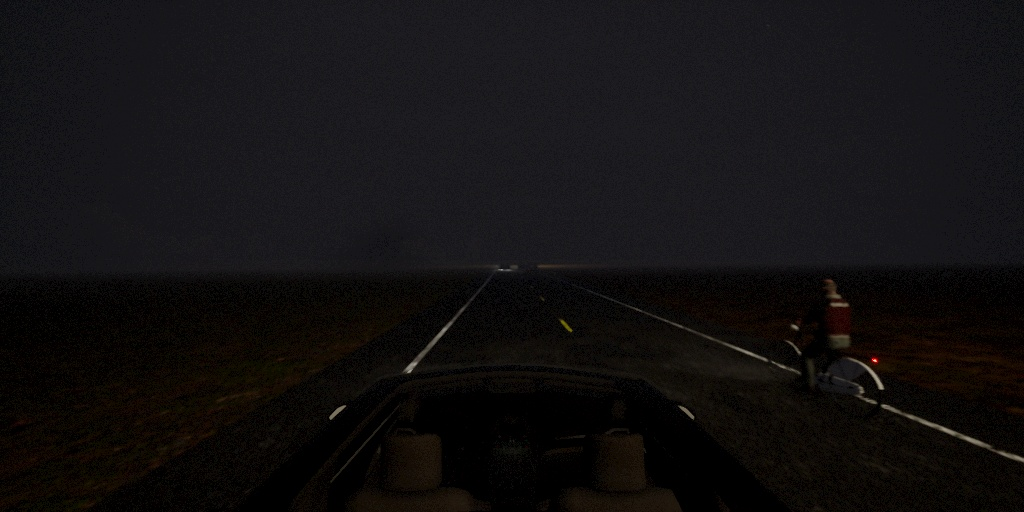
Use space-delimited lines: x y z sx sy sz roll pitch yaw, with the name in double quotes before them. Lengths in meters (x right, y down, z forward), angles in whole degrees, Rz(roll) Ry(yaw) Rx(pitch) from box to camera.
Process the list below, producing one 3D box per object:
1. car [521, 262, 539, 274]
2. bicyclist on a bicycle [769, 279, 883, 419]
"car" 2.752 1.785 50.229 2.033 1.411 5.357 1 -1 -1
"bicyclist on a bicycle" 4.400 1.207 5.205 0.659 1.776 1.843 1 0 -1
